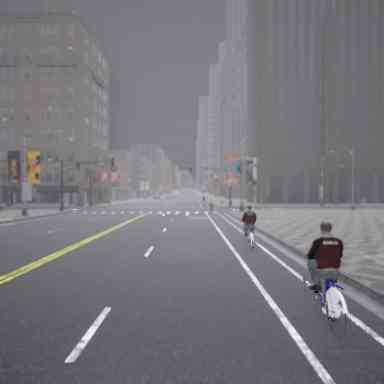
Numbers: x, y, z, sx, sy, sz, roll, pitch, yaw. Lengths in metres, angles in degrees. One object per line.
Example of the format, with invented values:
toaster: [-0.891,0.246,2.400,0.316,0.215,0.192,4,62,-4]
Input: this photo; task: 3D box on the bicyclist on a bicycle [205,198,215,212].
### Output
bicyclist on a bicycle: [2.221,1.512,37.734,0.866,1.612,1.509,0,0,0]

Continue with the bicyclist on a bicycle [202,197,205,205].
bicyclist on a bicycle: [2.192,1.519,61.176,0.659,1.776,1.843,0,0,0]

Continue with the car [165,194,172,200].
car: [-6.590,1.353,93.626,1.837,1.490,4.892,0,0,0]

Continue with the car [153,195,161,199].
car: [-9.840,1.405,93.623,1.994,1.385,4.181,0,0,0]

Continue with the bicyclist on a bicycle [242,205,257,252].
bicyclist on a bicycle: [2.239,1.391,13.122,0.659,1.776,1.843,0,0,0]

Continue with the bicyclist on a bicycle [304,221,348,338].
bicyclist on a bicycle: [2.246,1.379,5.773,0.659,1.776,1.843,0,0,0]
